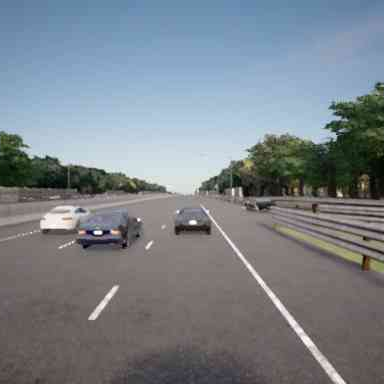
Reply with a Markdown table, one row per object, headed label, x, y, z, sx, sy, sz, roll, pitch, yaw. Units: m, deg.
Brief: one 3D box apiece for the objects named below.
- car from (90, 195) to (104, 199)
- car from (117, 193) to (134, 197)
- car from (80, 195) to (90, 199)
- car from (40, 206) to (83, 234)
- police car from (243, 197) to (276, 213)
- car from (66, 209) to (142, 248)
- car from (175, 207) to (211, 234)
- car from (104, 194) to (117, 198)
| label | x | y | z | sx | sy | sz | roll | pitch | yaw |
| --- | --- | --- | --- | --- | --- | --- | --- | --- | --- |
| car | -24.784 | 1.525 | 88.824 | 1.882 | 1.535 | 5.008 | 0 | 0 | 0 |
| car | -17.784 | 1.273 | 88.817 | 2.150 | 2.045 | 5.566 | 0 | 0 | 0 |
| car | -28.284 | 1.547 | 88.508 | 1.837 | 1.490 | 4.892 | 0 | 0 | 0 |
| car | -6.962 | 1.510 | 18.958 | 1.812 | 1.442 | 4.674 | 0 | 0 | 0 |
| police car | 7.291 | 1.330 | 36.710 | 1.930 | 1.638 | 5.238 | -2 | 0 | -16 |
| car | -3.449 | 1.534 | 14.676 | 2.033 | 1.411 | 5.357 | 0 | 0 | 0 |
| car | 0.038 | 1.548 | 19.133 | 1.994 | 1.385 | 4.181 | 0 | 0 | 0 |
| car | -21.284 | 1.548 | 88.835 | 1.837 | 1.490 | 4.892 | 0 | 0 | 0 |
